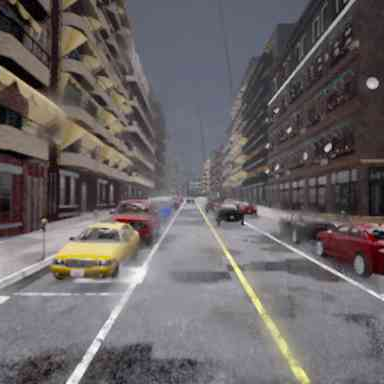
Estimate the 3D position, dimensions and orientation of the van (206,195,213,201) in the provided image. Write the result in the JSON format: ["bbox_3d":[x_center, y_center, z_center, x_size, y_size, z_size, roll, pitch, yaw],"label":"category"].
[{"bbox_3d":[4.821,1.692,93.081,1.690,1.788,3.998,1,0,0],"label":"van"}]

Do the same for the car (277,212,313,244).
[{"bbox_3d":[5.244,1.598,15.646,2.008,1.369,4.403,2,0,0],"label":"car"}]

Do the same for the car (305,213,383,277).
[{"bbox_3d":[5.272,1.583,10.114,1.887,1.381,4.507,2,0,0],"label":"car"}]

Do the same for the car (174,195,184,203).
[{"bbox_3d":[-2.939,1.537,76.502,2.192,1.841,5.009,2,0,0],"label":"car"}]

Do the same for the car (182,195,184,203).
[{"bbox_3d":[-2.798,1.418,48.850,2.192,1.841,5.009,2,0,0],"label":"car"}]

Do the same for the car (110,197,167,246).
[{"bbox_3d":[-2.629,1.328,15.670,2.192,1.841,5.009,2,0,0],"label":"car"}]

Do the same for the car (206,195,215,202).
[{"bbox_3d":[4.850,1.632,87.550,2.192,1.841,5.009,1,0,0],"label":"car"}]

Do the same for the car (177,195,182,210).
[{"bbox_3d":[-2.770,1.399,43.321,2.192,1.841,5.009,2,0,0],"label":"car"}]

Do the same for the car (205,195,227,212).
[{"bbox_3d":[2.584,1.445,39.205,2.097,1.767,4.553,0,0,0],"label":"car"}]

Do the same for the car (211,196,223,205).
[{"bbox_3d":[4.960,1.643,65.424,1.967,1.590,4.097,1,0,0],"label":"car"}]

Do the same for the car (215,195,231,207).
[{"bbox_3d":[5.020,1.472,54.362,2.192,1.841,5.009,2,0,0],"label":"car"}]

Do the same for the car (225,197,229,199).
[{"bbox_3d":[5.132,1.645,37.768,1.887,1.381,4.507,2,0,0],"label":"car"}]

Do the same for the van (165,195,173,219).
[{"bbox_3d":[-2.686,1.376,26.728,1.690,1.788,3.998,2,0,0],"label":"van"}]

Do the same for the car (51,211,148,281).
[{"bbox_3d":[-2.606,1.529,9.968,1.752,1.417,4.829,2,0,0],"label":"car"}]

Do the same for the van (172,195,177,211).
[{"bbox_3d":[-2.715,1.391,32.260,1.690,1.788,3.998,2,0,0],"label":"van"}]

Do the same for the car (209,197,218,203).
[{"bbox_3d":[4.900,1.838,76.486,1.802,1.307,4.206,1,0,0],"label":"car"}]

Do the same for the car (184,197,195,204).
[{"bbox_3d":[-0.372,1.807,71.186,1.895,1.301,4.718,0,0,0],"label":"car"}]

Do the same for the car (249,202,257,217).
[{"bbox_3d":[5.161,1.629,32.238,1.887,1.381,4.507,2,0,0],"label":"car"}]

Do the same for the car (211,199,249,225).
[{"bbox_3d":[2.657,1.531,24.612,1.882,1.535,5.008,0,0,0],"label":"car"}]

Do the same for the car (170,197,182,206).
[{"bbox_3d":[-2.862,1.710,59.912,1.947,1.339,4.313,2,0,0],"label":"car"}]
